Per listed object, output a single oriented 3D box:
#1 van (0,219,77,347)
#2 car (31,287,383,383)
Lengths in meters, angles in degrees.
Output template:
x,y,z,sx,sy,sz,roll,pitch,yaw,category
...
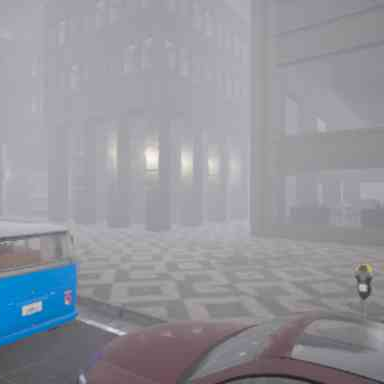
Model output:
x,y,z,sx,sy,sz,roll,pitch,yaw,category
-3.663,1.339,5.574,3.998,1.788,1.690,0,0,36,van
0.897,1.582,2.321,4.206,1.307,1.802,0,0,36,car
